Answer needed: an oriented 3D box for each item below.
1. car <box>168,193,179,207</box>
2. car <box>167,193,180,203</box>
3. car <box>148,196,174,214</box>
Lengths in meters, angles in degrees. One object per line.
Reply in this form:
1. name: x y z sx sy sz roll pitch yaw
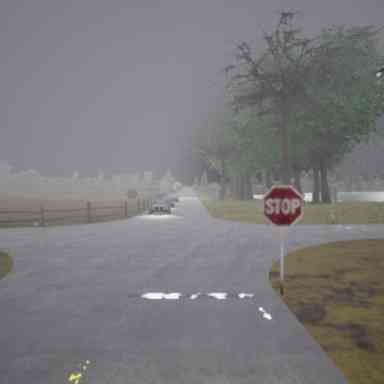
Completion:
1. car: -3.104 1.231 42.583 2.033 1.411 5.357 0 1 0
2. car: -3.156 0.967 56.263 1.882 1.535 5.008 0 1 0
3. car: -3.042 1.365 31.942 1.994 1.385 4.181 0 1 -3
